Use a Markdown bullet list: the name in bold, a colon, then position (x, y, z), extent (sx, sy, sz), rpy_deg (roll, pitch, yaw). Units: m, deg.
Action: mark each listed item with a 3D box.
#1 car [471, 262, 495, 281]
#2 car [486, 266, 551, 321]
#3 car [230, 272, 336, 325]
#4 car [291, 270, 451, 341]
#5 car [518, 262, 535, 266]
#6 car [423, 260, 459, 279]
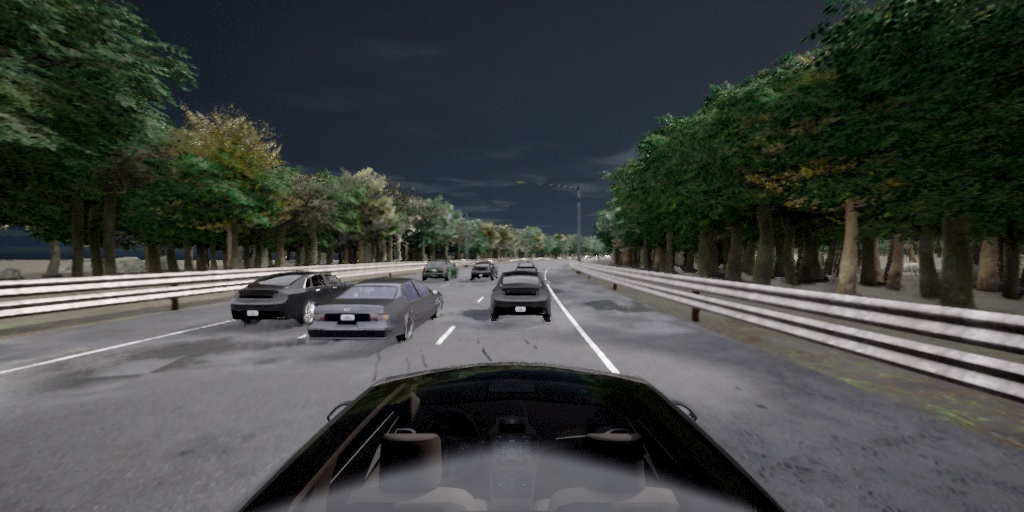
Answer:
- **car**: position (-2.267, 1.268, 30.474), extent (1.837, 1.490, 4.892), rpy_deg (0, 0, 4)
- **car**: position (0.313, 1.259, 12.546), extent (1.837, 1.490, 4.892), rpy_deg (0, 0, 2)
- **car**: position (-6.717, 1.253, 11.792), extent (1.837, 1.490, 4.892), rpy_deg (0, 0, 1)
- **car**: position (-3.281, 1.297, 9.795), extent (2.033, 1.411, 5.357), rpy_deg (0, 0, 1)
- **car**: position (1.262, 1.258, 30.746), extent (2.128, 1.511, 4.902), rpy_deg (0, 0, 4)
- **car**: position (-5.825, 1.112, 29.699), extent (2.097, 1.767, 4.553), rpy_deg (0, 0, 4)
